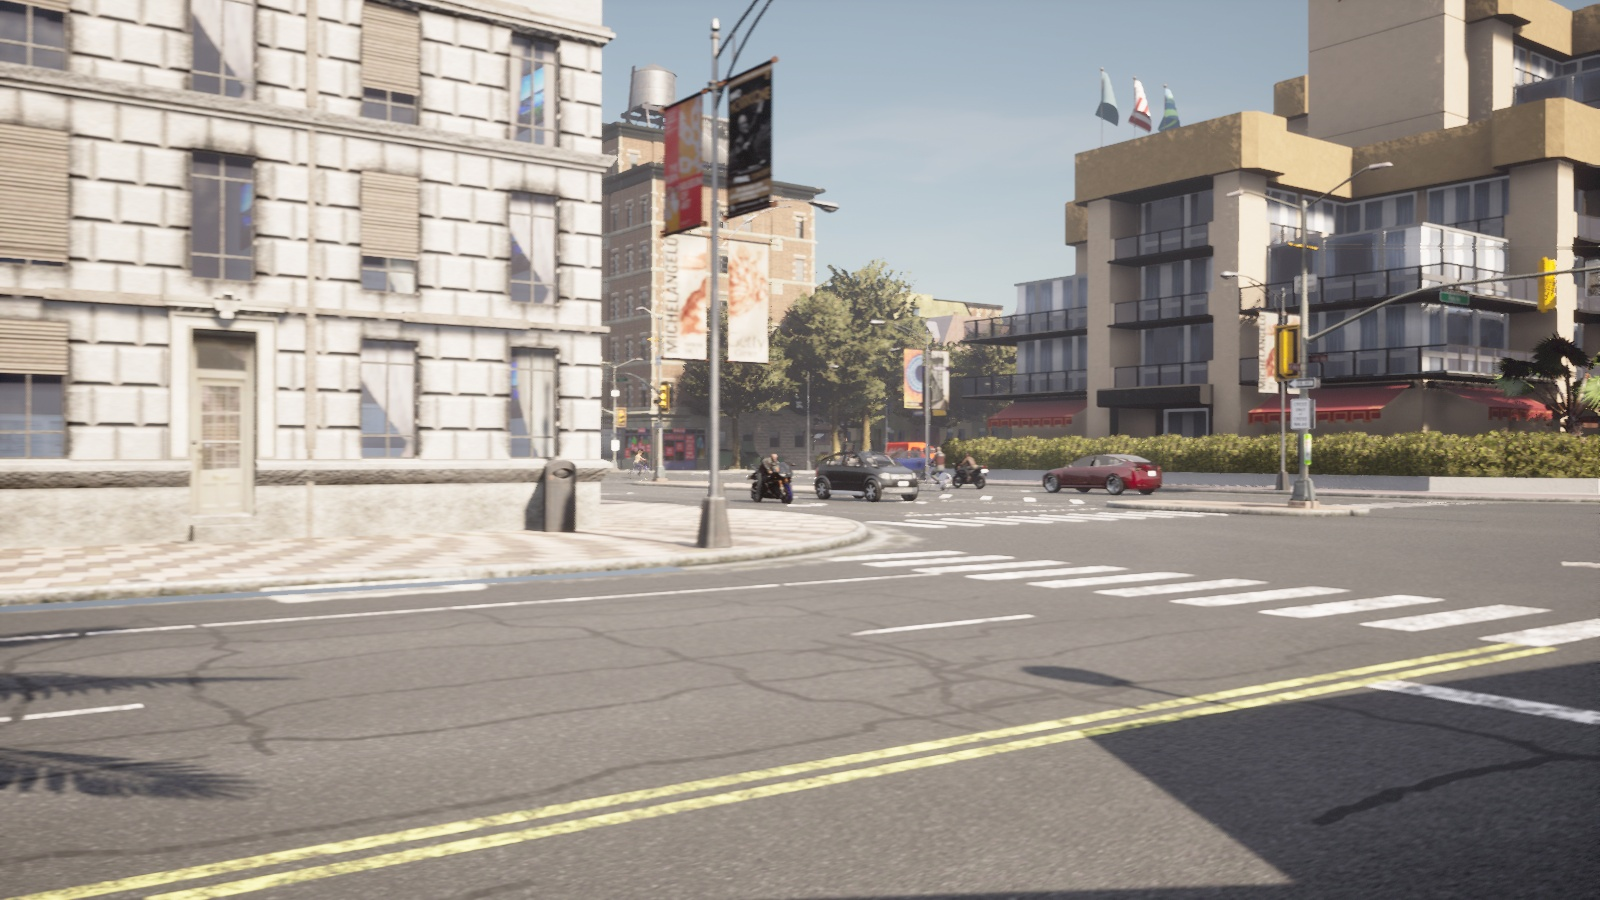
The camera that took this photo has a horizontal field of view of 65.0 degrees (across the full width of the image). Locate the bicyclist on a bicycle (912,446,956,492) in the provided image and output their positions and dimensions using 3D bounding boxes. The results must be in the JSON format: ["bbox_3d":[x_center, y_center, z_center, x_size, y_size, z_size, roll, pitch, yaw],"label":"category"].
[{"bbox_3d":[5.181,0.724,48.719,0.659,1.776,1.843,0,0,-35],"label":"bicyclist on a bicycle"}]

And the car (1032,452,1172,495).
[{"bbox_3d":[11.099,0.835,46.419,2.163,1.488,4.792,0,0,-35],"label":"car"}]

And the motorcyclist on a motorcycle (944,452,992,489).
[{"bbox_3d":[6.974,0.840,52.242,0.797,1.523,2.044,0,0,-35],"label":"motorcyclist on a motorcycle"}]

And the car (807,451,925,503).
[{"bbox_3d":[2.014,0.816,39.353,1.789,1.549,3.705,0,0,-35],"label":"car"}]

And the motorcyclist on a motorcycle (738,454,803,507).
[{"bbox_3d":[-0.905,0.873,37.418,0.866,1.530,2.191,0,0,-35],"label":"motorcyclist on a motorcycle"}]

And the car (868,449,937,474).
[{"bbox_3d":[7.270,0.805,88.676,4.553,1.767,2.097,0,0,-36],"label":"car"}]
